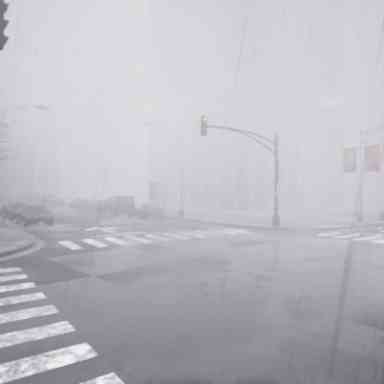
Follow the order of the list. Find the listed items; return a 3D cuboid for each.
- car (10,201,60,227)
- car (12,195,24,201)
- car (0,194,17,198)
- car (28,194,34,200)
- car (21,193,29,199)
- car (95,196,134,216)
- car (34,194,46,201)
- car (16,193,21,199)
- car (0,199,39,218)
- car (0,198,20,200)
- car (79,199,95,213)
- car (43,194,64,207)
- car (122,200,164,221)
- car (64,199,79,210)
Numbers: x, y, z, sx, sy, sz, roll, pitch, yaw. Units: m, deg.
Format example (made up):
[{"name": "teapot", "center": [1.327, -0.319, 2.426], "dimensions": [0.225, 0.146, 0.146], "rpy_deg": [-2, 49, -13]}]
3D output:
[{"name": "car", "center": [-10.711, 1.549, 22.560], "dimensions": [1.947, 1.339, 4.313], "rpy_deg": [1, 0, -36]}, {"name": "car", "center": [-40.754, 1.390, 77.679], "dimensions": [1.752, 1.417, 4.829], "rpy_deg": [0, 0, -36]}, {"name": "car", "center": [-20.750, 1.366, 36.177], "dimensions": [1.967, 1.590, 4.097], "rpy_deg": [1, 0, -36]}, {"name": "car", "center": [-27.270, 1.473, 59.387], "dimensions": [1.947, 1.339, 4.313], "rpy_deg": [0, 0, -36]}, {"name": "car", "center": [-30.614, 1.211, 63.927], "dimensions": [2.192, 1.841, 5.009], "rpy_deg": [0, 0, -36]}, {"name": "car", "center": [-7.193, 1.312, 32.157], "dimensions": [2.192, 1.841, 5.009], "rpy_deg": [1, 0, -36]}, {"name": "car", "center": [-23.923, 1.234, 54.850], "dimensions": [2.192, 1.841, 5.009], "rpy_deg": [0, 0, -36]}, {"name": "car", "center": [-37.307, 1.189, 73.005], "dimensions": [2.192, 1.841, 5.009], "rpy_deg": [0, 0, -36]}, {"name": "car", "center": [-14.058, 1.528, 27.100], "dimensions": [1.947, 1.339, 4.313], "rpy_deg": [1, 0, -36]}, {"name": "car", "center": [-17.405, 1.525, 31.639], "dimensions": [1.802, 1.307, 4.206], "rpy_deg": [1, 0, -36]}, {"name": "car", "center": [-10.541, 1.545, 36.695], "dimensions": [1.947, 1.339, 4.313], "rpy_deg": [0, 0, -36]}, {"name": "car", "center": [-20.578, 1.476, 50.310], "dimensions": [1.887, 1.381, 4.507], "rpy_deg": [0, 0, -36]}, {"name": "car", "center": [-3.849, 1.601, 27.617], "dimensions": [1.802, 1.307, 4.206], "rpy_deg": [1, 0, -36]}, {"name": "car", "center": [-13.886, 1.527, 41.233], "dimensions": [1.947, 1.339, 4.313], "rpy_deg": [0, 0, -36]}]
